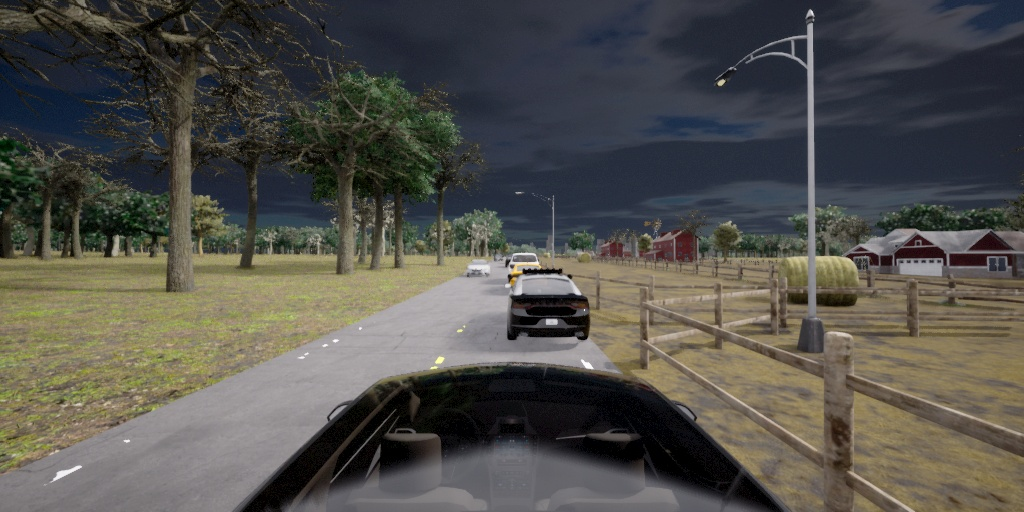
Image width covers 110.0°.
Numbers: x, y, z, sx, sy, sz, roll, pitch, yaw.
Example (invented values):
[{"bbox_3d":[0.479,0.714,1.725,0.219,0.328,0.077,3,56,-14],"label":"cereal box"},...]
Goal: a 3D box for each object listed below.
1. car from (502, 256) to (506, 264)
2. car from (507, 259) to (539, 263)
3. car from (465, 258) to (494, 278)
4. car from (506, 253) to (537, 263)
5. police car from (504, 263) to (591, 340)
[{"bbox_3d":[0.049,0.746,49.291,1.882,1.535,5.008,0,1,1],"label":"car"},{"bbox_3d":[0.828,1.134,19.921,1.882,1.535,5.008,0,1,0],"label":"car"},{"bbox_3d":[-2.844,1.045,31.106,1.812,1.442,4.674,0,1,0],"label":"car"},{"bbox_3d":[0.829,0.810,25.952,2.150,2.045,5.566,0,1,0],"label":"car"},{"bbox_3d":[0.826,1.156,10.030,1.930,1.638,5.238,0,0,0],"label":"police car"}]
